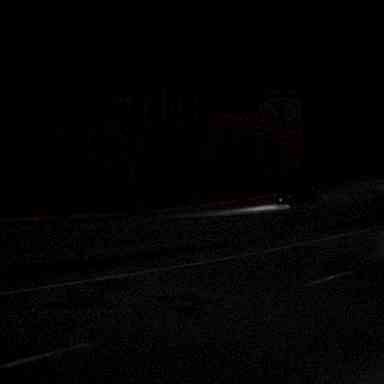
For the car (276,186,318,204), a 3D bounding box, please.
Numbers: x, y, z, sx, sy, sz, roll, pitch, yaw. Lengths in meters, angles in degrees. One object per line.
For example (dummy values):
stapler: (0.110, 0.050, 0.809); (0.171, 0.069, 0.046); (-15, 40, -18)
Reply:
car: (10.324, 0.260, 32.688); (4.902, 1.511, 2.128); (-7, 4, -35)
